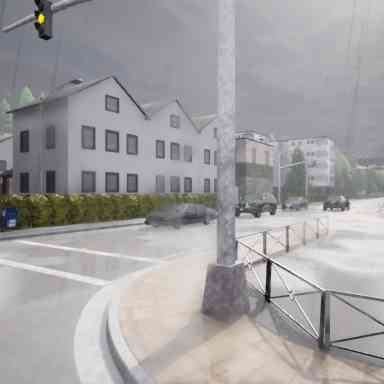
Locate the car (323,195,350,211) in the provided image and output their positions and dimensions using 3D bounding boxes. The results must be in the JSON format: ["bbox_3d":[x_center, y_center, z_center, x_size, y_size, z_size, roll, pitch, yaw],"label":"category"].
[{"bbox_3d":[16.409,1.164,37.593,2.097,1.767,4.553,0,0,35],"label":"car"}]

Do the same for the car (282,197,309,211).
[{"bbox_3d":[11.566,1.305,37.075,2.128,1.511,4.902,0,0,36],"label":"car"}]

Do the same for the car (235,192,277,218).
[{"bbox_3d":[5.496,1.035,28.594,2.150,2.045,5.566,0,0,35],"label":"car"}]

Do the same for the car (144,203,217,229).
[{"bbox_3d":[-0.471,1.361,20.183,2.033,1.411,5.357,0,0,35],"label":"car"}]
